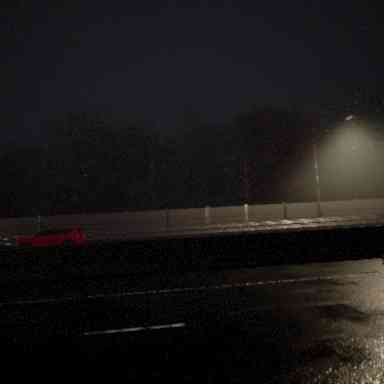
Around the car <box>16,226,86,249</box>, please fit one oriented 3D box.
[{"bbox_3d":[-12.029,4.097,28.692,5.566,2.045,2.150,-3,-4,-6],"label":"car"}]
